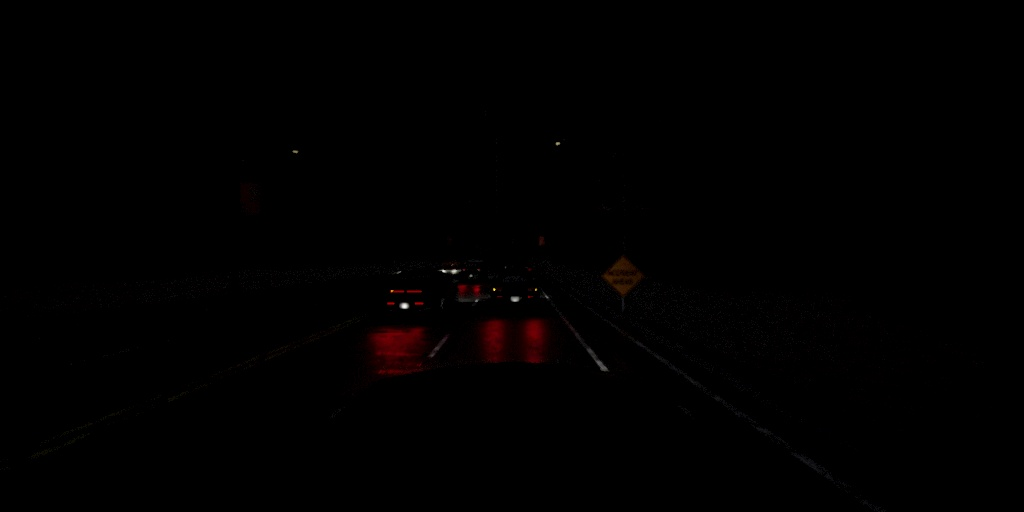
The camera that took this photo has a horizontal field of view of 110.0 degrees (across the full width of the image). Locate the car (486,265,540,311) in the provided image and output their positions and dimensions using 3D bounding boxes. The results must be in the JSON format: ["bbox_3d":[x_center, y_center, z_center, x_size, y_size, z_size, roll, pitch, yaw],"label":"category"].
[{"bbox_3d":[0.131,1.268,14.390,1.812,1.442,4.674,0,0,1],"label":"car"}]

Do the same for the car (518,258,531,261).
[{"bbox_3d":[2.116,1.111,60.318,2.097,1.767,4.553,0,0,2],"label":"car"}]

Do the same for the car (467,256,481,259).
[{"bbox_3d":[-5.788,0.977,53.616,2.150,2.045,5.566,0,0,2],"label":"car"}]

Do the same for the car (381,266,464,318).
[{"bbox_3d":[-3.136,1.245,12.993,1.837,1.490,4.892,0,-1,1],"label":"car"}]

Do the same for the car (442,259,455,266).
[{"bbox_3d":[-9.042,1.232,53.535,1.882,1.535,5.008,0,0,2],"label":"car"}]

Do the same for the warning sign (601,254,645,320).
[{"bbox_3d":[3.249,0.860,10.513,1.300,1.860,1.060,0,0,0],"label":"warning sign"}]

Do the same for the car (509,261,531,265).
[{"bbox_3d":[0.306,1.307,29.341,1.994,1.385,4.181,0,0,1],"label":"car"}]

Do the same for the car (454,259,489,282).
[{"bbox_3d":[-2.960,1.235,28.666,2.128,1.511,4.902,0,0,1],"label":"car"}]
